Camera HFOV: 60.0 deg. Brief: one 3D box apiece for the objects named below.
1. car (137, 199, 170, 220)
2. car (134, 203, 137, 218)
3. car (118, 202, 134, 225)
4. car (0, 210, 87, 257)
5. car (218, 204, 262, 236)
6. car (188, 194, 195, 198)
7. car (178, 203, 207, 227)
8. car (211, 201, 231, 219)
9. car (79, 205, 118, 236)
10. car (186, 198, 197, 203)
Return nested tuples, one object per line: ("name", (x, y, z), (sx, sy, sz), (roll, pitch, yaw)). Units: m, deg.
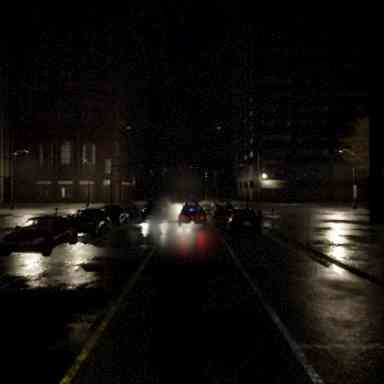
("car", (-3.094, 1.408, 28.776), (2.097, 1.767, 4.553), (0, 0, 0))
("car", (-5.795, 1.611, 29.934), (2.008, 1.369, 4.403), (0, 0, 0))
("car", (-5.789, 1.613, 24.297), (1.947, 1.339, 4.313), (0, 0, 0))
("car", (-5.778, 1.606, 13.024), (1.802, 1.307, 4.206), (0, 0, 0))
("car", (2.741, 1.602, 18.671), (1.947, 1.339, 4.313), (0, 0, 0))
("car", (-0.169, 1.489, 94.063), (2.097, 1.767, 4.553), (0, 0, 0))
("car", (0.032, 1.646, 23.106), (1.895, 1.301, 4.718), (0, 0, 0))
("car", (2.729, 1.501, 29.944), (1.967, 1.590, 4.097), (0, 0, 0))
("car", (-5.784, 1.601, 18.660), (1.947, 1.339, 4.313), (0, 0, 0))
("car", (-0.032, 1.631, 33.076), (1.994, 1.385, 4.181), (0, 0, 0))
